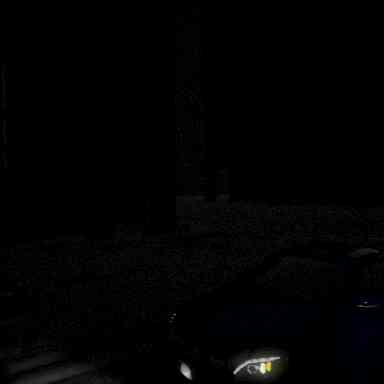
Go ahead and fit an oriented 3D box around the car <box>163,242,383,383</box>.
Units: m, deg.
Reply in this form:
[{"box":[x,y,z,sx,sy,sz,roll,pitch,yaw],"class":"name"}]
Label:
[{"box":[1.838,1.516,4.687,4.674,1.442,1.812,0,0,-35],"class":"car"}]
